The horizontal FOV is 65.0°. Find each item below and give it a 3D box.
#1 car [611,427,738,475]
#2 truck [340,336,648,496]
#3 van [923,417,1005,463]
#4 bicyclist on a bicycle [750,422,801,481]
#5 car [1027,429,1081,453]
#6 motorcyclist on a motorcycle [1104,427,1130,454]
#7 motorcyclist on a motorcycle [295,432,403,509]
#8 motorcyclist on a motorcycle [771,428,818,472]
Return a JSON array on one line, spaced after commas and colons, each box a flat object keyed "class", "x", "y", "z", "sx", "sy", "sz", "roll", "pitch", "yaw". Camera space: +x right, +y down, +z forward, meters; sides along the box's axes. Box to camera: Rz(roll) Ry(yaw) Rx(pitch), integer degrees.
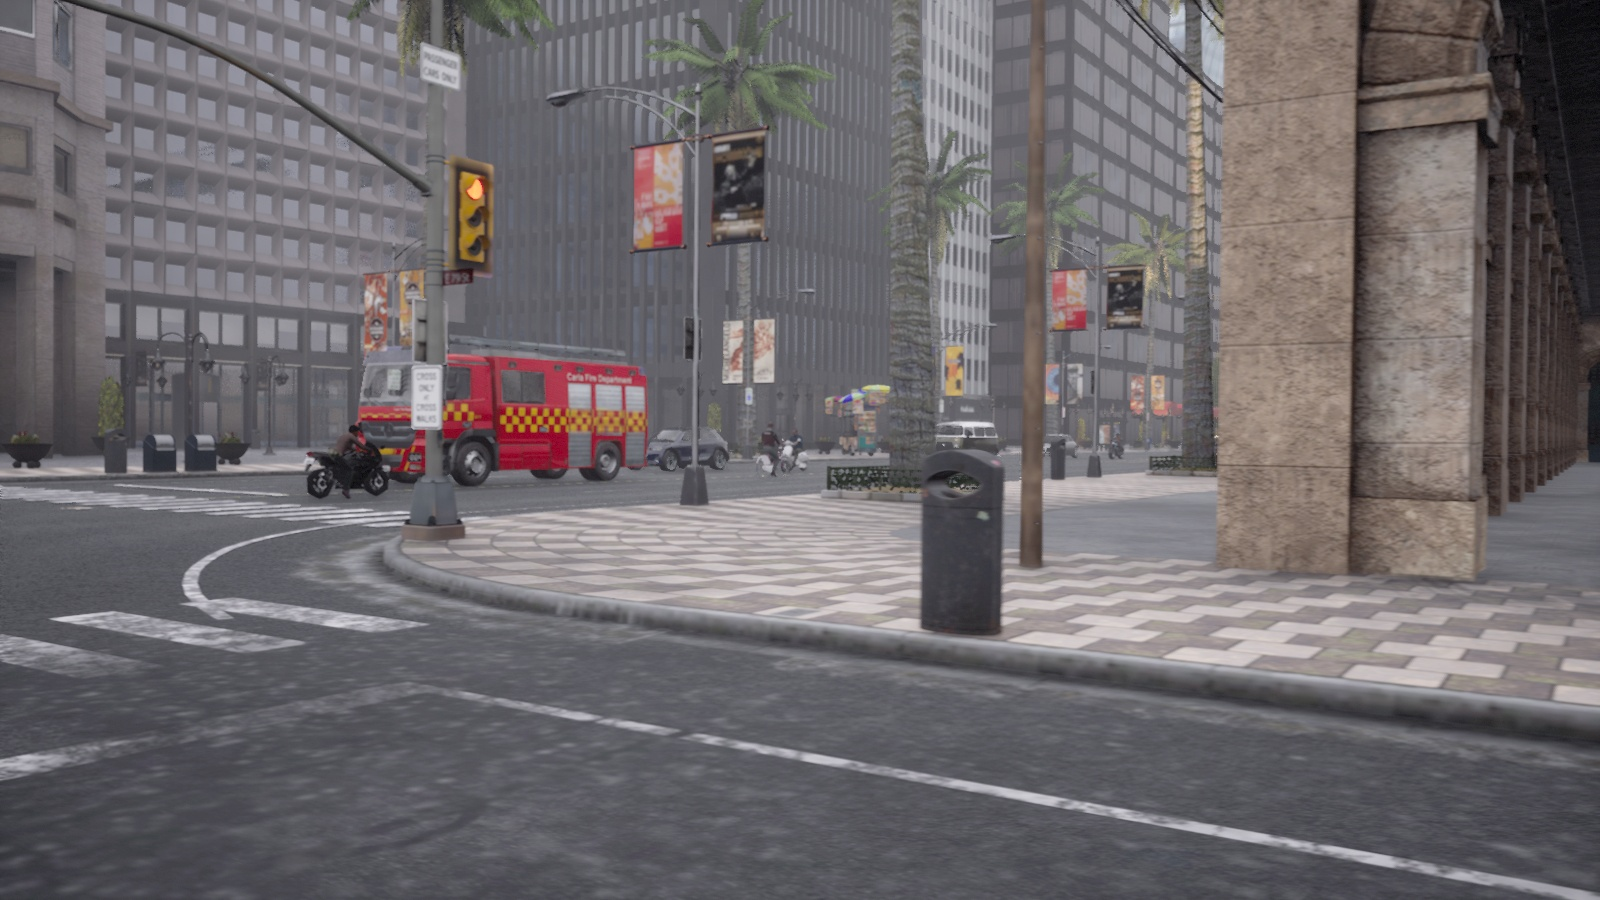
[{"class": "car", "x": -4.531, "y": 0.007, "z": 46.199, "sx": 2.033, "sy": 1.649, "sz": 4.856, "roll": 0, "pitch": 1, "yaw": 33}, {"class": "truck", "x": -8.070, "y": -0.888, "z": 34.485, "sx": 2.891, "sy": 3.827, "sz": 8.468, "roll": 0, "pitch": 1, "yaw": 33}, {"class": "van", "x": 7.647, "y": -0.465, "z": 58.296, "sx": 2.069, "sy": 2.038, "sz": 4.480, "roll": 0, "pitch": 1, "yaw": 33}, {"class": "bicyclist on a bicycle", "x": -0.750, "y": 0.027, "z": 39.096, "sx": 0.659, "sy": 1.776, "sz": 1.843, "roll": 0, "pitch": 1, "yaw": 33}, {"class": "car", "x": 15.621, "y": -0.564, "z": 77.137, "sx": 1.970, "sy": 1.475, "sz": 3.806, "roll": 0, "pitch": 1, "yaw": 33}, {"class": "motorcyclist on a motorcycle", "x": 19.270, "y": -0.594, "z": 76.324, "sx": 0.766, "sy": 1.649, "sz": 2.350, "roll": 0, "pitch": 1, "yaw": 33}, {"class": "motorcyclist on a motorcycle", "x": -9.362, "y": 0.393, "z": 26.148, "sx": 0.797, "sy": 1.523, "sz": 2.044, "roll": 0, "pitch": 1, "yaw": 33}, {"class": "motorcyclist on a motorcycle", "x": -0.181, "y": -0.004, "z": 46.419, "sx": 0.866, "sy": 1.590, "sz": 1.817, "roll": 0, "pitch": 1, "yaw": 33}]
